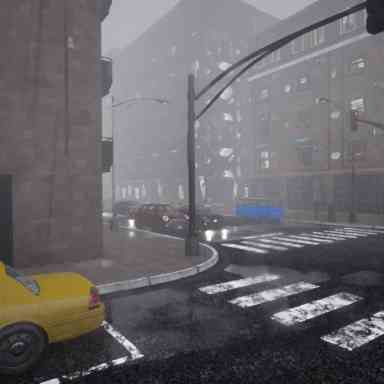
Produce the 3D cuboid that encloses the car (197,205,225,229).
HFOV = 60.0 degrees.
[{"bbox_3d":[0.231,1.545,21.584,1.994,1.385,4.181,-1,0,-36],"label":"car"}]

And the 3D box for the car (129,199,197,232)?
[{"bbox_3d":[-1.834,1.440,20.021,1.967,1.590,4.097,0,0,-36],"label":"car"}]

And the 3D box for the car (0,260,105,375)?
[{"bbox_3d":[-3.566,1.525,4.024,4.829,1.417,1.752,0,0,-35],"label":"car"}]

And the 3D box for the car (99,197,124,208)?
[{"bbox_3d":[-11.626,1.463,47.852,1.887,1.381,4.507,-1,0,-36],"label":"car"}]

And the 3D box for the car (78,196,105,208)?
[{"bbox_3d":[-14.270,1.429,46.997,2.128,1.511,4.902,-1,0,-36],"label":"car"}]

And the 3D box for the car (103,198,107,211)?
[{"bbox_3d":[-11.544,1.452,37.874,2.128,1.511,4.902,-1,0,-36],"label":"car"}]

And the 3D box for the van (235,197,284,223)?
[{"bbox_3d":[4.967,1.280,24.917,1.690,1.788,3.998,0,0,-36],"label":"van"}]

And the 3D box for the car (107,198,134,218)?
[{"bbox_3d":[-5.604,1.493,29.650,1.812,1.442,4.674,-1,0,-36],"label":"car"}]

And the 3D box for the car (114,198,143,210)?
[{"bbox_3d":[-8.308,1.463,43.265,1.887,1.381,4.507,-1,0,-36],"label":"car"}]
